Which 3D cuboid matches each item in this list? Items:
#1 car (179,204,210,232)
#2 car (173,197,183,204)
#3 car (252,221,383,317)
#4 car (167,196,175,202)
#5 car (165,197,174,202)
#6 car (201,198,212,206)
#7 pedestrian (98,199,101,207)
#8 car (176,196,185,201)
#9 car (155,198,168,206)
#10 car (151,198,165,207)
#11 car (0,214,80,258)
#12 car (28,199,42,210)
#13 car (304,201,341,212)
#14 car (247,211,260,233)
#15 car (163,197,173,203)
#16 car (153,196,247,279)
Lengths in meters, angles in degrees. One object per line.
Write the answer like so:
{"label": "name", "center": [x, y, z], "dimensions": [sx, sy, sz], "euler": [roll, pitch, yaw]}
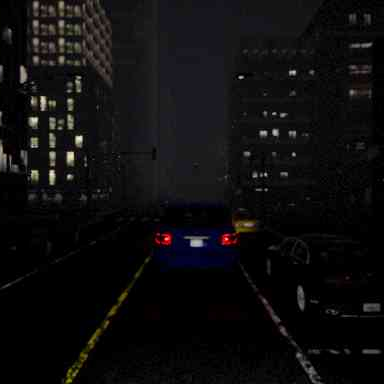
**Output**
{"label": "car", "center": [0.101, 1.617, 21.808], "dimensions": [1.812, 1.442, 4.674], "euler": [0, 0, -2]}
{"label": "car", "center": [-2.992, 1.857, 71.942], "dimensions": [1.994, 1.385, 4.181], "euler": [0, 0, 0]}
{"label": "car", "center": [2.808, 1.582, 7.384], "dimensions": [2.008, 1.369, 4.403], "euler": [-1, 0, 0]}
{"label": "car", "center": [-5.692, 1.930, 90.555], "dimensions": [1.887, 1.381, 4.507], "euler": [-1, 0, 0]}
{"label": "car", "center": [-5.692, 1.942, 84.900], "dimensions": [1.802, 1.307, 4.206], "euler": [-1, 0, 0]}
{"label": "car", "center": [2.684, 1.813, 62.282], "dimensions": [2.008, 1.369, 4.403], "euler": [-1, 0, 0]}
{"label": "pedestrian", "center": [-12.544, 1.499, 45.153], "dimensions": [0.500, 1.100, 0.500], "euler": [0, 0, 1]}
{"label": "car", "center": [-2.990, 1.677, 88.377], "dimensions": [2.033, 1.411, 5.357], "euler": [0, 0, 0]}
{"label": "car", "center": [-5.695, 1.828, 62.282], "dimensions": [1.947, 1.339, 4.313], "euler": [-1, 0, 0]}
{"label": "car", "center": [-5.696, 1.763, 56.458], "dimensions": [1.752, 1.417, 4.829], "euler": [-1, 0, 0]}
{"label": "car", "center": [-5.830, 1.599, 13.087], "dimensions": [1.887, 1.381, 4.507], "euler": [-1, 0, 0]}
{"label": "car", "center": [-21.656, 1.461, 42.307], "dimensions": [4.829, 1.417, 1.752], "euler": [0, 0, 1]}
{"label": "car", "center": [16.319, 1.807, 41.804], "dimensions": [4.403, 1.369, 2.008], "euler": [0, 0, 1]}
{"label": "car", "center": [2.809, 1.604, 18.842], "dimensions": [1.752, 1.417, 4.829], "euler": [-1, 0, 0]}
{"label": "car", "center": [-5.694, 1.881, 79.246], "dimensions": [1.887, 1.381, 4.507], "euler": [-1, 0, 0]}
{"label": "car", "center": [0.099, 1.265, 10.271], "dimensions": [2.150, 2.045, 5.566], "euler": [0, 0, 0]}
